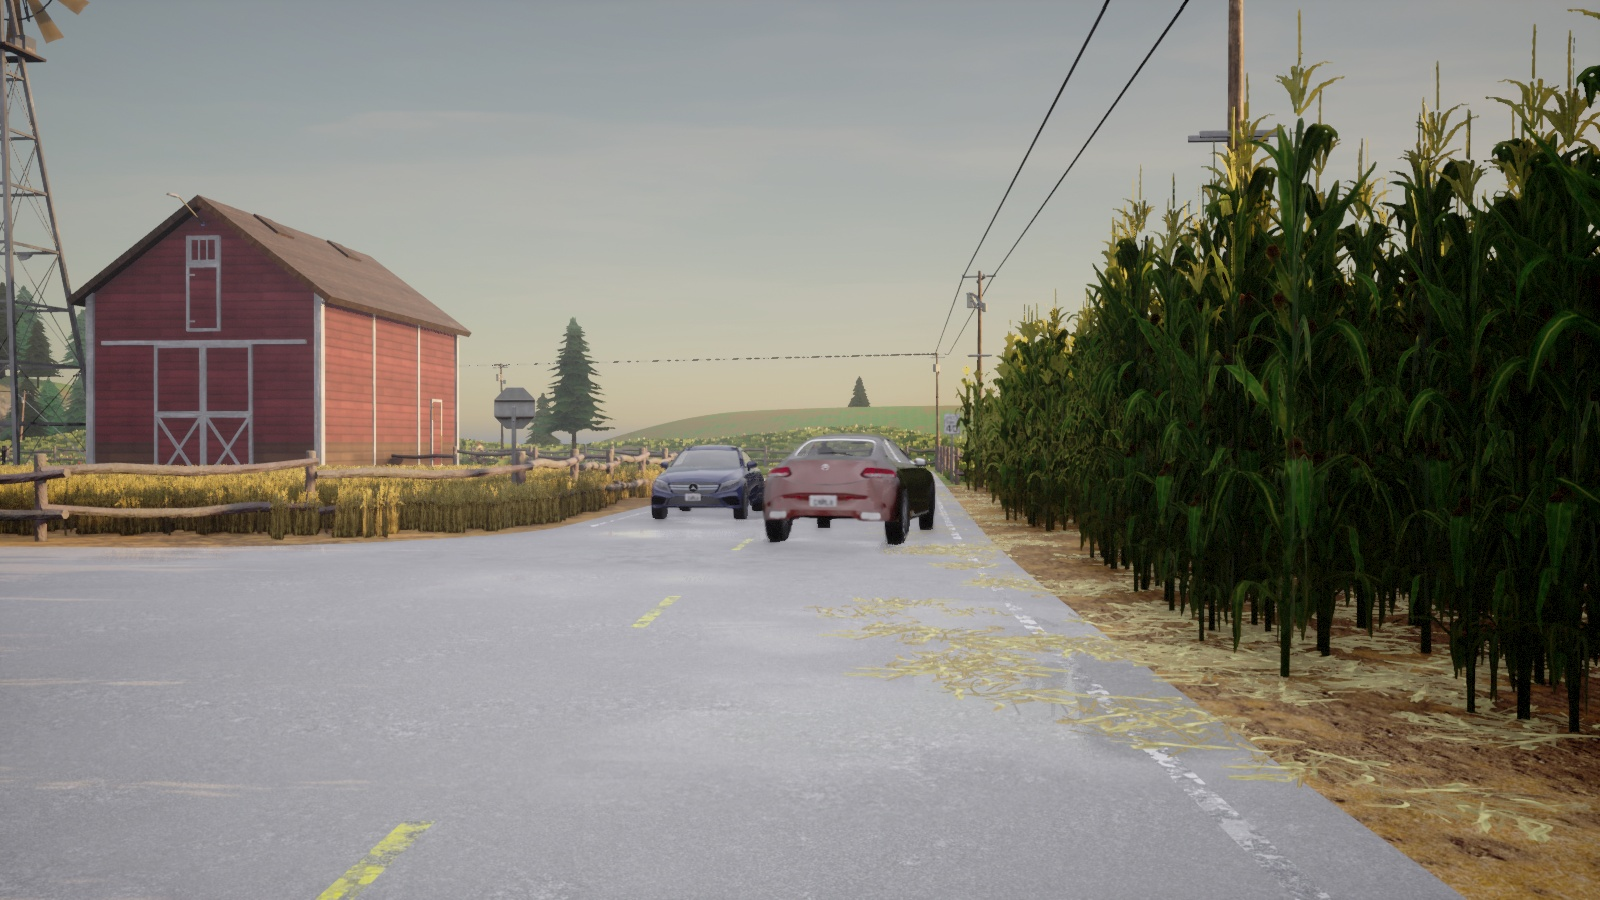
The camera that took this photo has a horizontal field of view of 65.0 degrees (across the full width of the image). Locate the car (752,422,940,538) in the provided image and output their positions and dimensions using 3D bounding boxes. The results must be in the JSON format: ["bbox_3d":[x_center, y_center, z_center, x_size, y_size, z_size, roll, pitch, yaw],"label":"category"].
[{"bbox_3d":[0.921,0.410,20.480,2.152,1.651,5.027,0,0,13],"label":"car"}]

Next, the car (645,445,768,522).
[{"bbox_3d":[-1.824,0.624,25.979,1.812,1.442,4.674,0,0,5],"label":"car"}]
